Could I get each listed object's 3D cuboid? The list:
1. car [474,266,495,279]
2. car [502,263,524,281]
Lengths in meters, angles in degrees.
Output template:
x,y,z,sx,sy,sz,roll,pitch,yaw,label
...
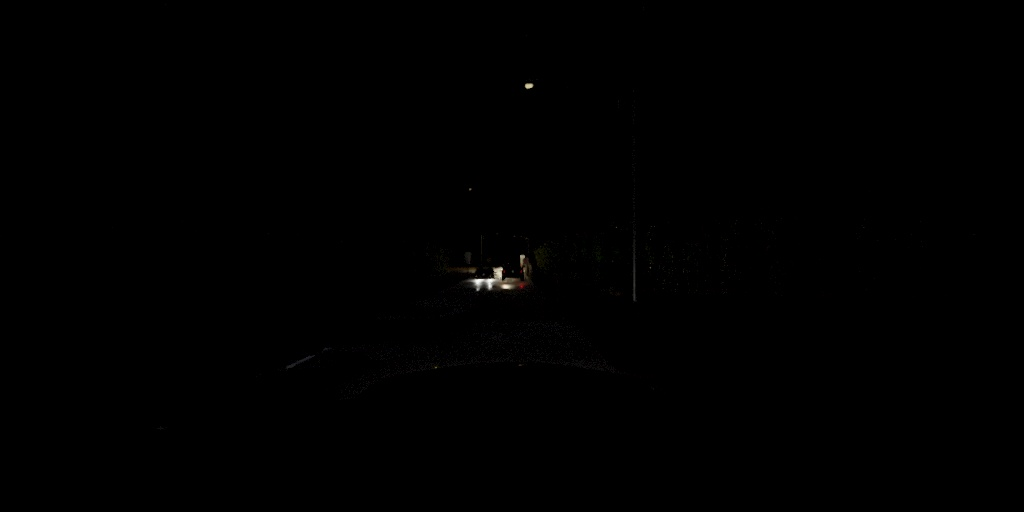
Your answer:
x,y,z,sx,sy,sz,roll,pitch,yaw,label
-2.845,1.711,37.799,1.994,1.385,4.181,0,-1,0,car
0.083,1.471,35.160,2.097,1.767,4.553,0,-1,0,car
